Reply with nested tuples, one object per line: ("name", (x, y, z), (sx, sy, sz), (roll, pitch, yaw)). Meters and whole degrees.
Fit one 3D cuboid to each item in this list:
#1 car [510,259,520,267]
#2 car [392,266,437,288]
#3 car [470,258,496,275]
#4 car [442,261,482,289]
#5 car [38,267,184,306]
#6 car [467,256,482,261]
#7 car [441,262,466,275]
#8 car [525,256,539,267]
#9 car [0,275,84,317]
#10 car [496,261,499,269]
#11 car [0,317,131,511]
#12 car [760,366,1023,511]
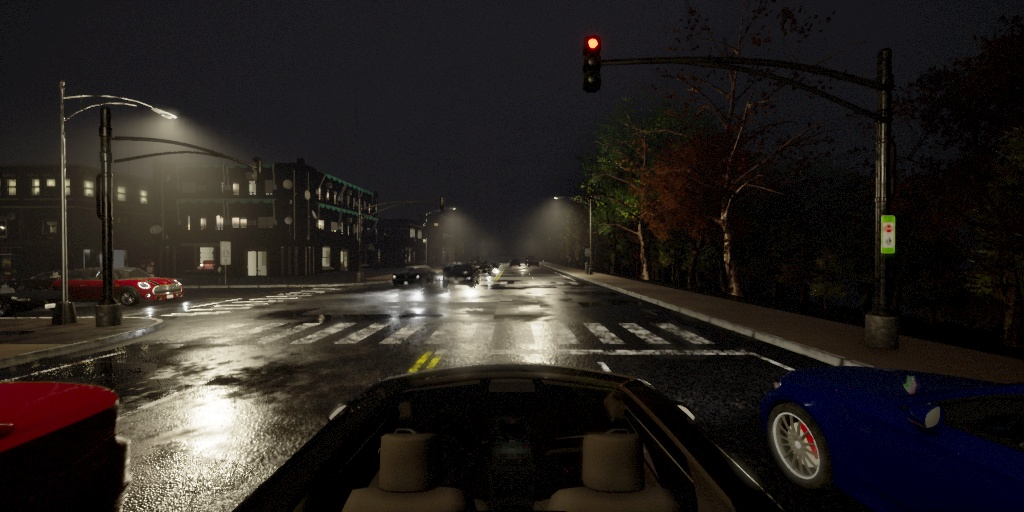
("car", (0.585, 1.231, 64.812), (1.837, 1.490, 4.892), (0, 0, 0))
("car", (-6.431, 1.345, 24.012), (1.895, 1.301, 4.718), (0, 0, 0))
("car", (-3.071, 1.242, 38.167), (1.837, 1.490, 4.892), (0, 0, 0))
("car", (-3.189, 1.270, 22.983), (1.812, 1.442, 4.674), (0, 0, 0))
("car", (-17.994, 1.302, 16.484), (4.553, 1.767, 2.097), (-1, 1, 0))
("car", (-6.128, 0.950, 59.796), (2.150, 2.045, 5.566), (0, 0, 1))
("car", (-6.313, 1.338, 39.273), (1.895, 1.301, 4.718), (0, 0, 0))
("car", (3.835, 1.204, 64.653), (1.882, 1.535, 5.008), (0, 0, 1))
("car", (-19.858, 1.565, 13.767), (4.313, 1.339, 1.948), (0, 0, 1))
("car", (-2.940, 1.332, 54.004), (1.895, 1.301, 4.718), (0, 0, 1))
("car", (-3.366, 1.228, 0.109), (1.882, 1.535, 5.008), (0, 0, 0))
("car", (3.355, 1.276, 1.587), (1.812, 1.442, 4.674), (0, 0, 1))
